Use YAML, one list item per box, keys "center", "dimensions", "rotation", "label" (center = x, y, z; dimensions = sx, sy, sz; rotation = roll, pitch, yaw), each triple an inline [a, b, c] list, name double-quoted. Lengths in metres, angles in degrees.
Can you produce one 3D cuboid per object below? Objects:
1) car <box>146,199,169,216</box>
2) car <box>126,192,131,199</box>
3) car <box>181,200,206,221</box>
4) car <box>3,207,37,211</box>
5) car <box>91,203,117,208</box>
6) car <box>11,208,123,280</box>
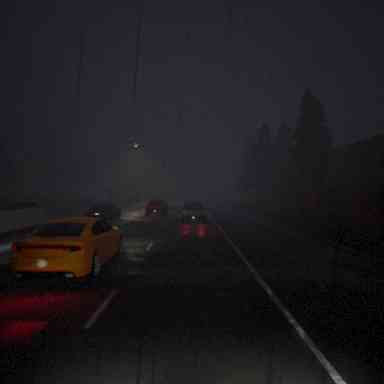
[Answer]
- center: [-3.396, 1.506, 33.001]
  dimensions: [1.837, 1.490, 4.892]
  rotation: [0, 0, 0]
  label: "car"
- center: [-14.092, 0.915, 69.515]
  dimensions: [2.150, 2.045, 5.566]
  rotation: [0, 0, 1]
  label: "car"
- center: [0.103, 1.602, 26.799]
  dimensions: [1.895, 1.301, 4.718]
  rotation: [0, 0, 0]
  label: "car"
- center: [-14.092, 1.507, 27.286]
  dimensions: [1.837, 1.490, 4.892]
  rotation: [0, 0, 0]
  label: "car"
- center: [-6.896, 1.565, 26.116]
  dimensions: [1.994, 1.385, 4.181]
  rotation: [0, 0, 0]
  label: "car"
- center: [-3.399, 1.478, 10.020]
  dimensions: [1.882, 1.535, 5.008]
  rotation: [0, 0, 0]
  label: "car"
